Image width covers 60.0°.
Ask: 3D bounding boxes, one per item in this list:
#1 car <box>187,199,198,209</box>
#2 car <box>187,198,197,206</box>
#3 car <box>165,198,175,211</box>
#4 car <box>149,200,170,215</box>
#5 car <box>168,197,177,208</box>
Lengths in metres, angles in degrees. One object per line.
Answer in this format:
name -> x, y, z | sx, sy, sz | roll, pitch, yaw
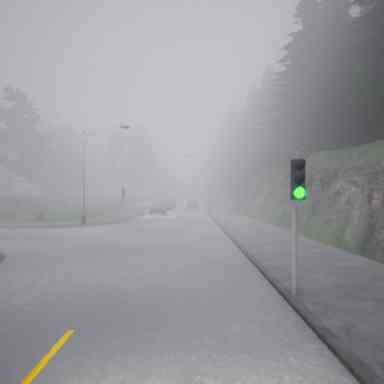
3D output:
car -> 0.081, 2.293, 61.973 | 1.882, 1.535, 5.008 | 0, -1, 0
car -> -0.023, 2.354, 75.961 | 2.097, 1.767, 4.553 | 0, -1, 0
car -> -4.106, 2.153, 51.314 | 1.882, 1.535, 5.008 | 0, -1, 0
car -> -4.097, 2.066, 41.024 | 1.812, 1.442, 4.674 | 0, -1, 0
car -> -4.060, 2.037, 61.996 | 2.150, 2.045, 5.566 | 0, -1, 0
